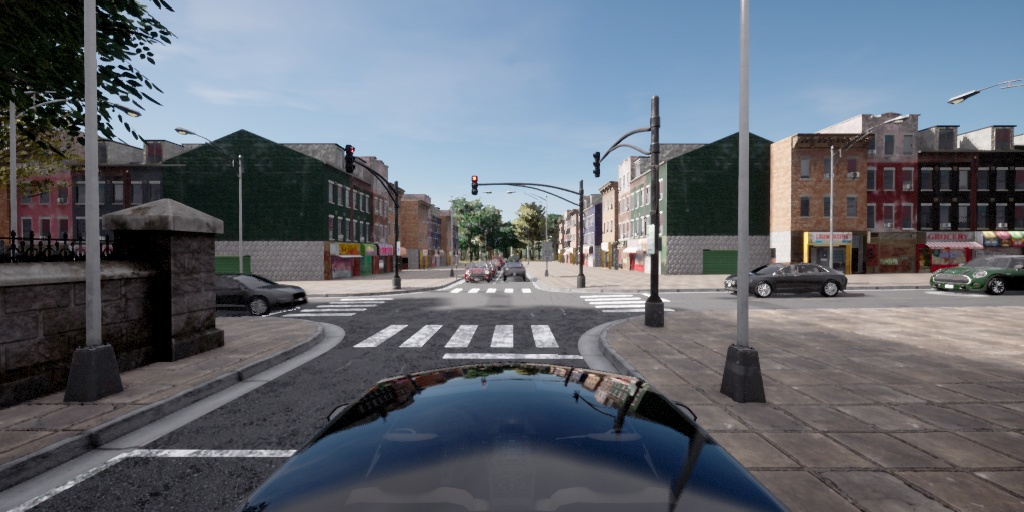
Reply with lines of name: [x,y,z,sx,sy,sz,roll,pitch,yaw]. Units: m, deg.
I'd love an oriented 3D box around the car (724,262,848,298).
car: [12.326,1.046,16.323,4.892,1.490,1.837,-1,1,0]

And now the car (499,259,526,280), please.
car: [0.213,1.253,31.044,2.128,1.511,4.902,0,0,0]

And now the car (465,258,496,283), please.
car: [-2.548,1.199,28.109,1.967,1.591,4.097,0,0,0]

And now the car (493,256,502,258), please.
car: [-2.817,1.259,60.919,1.801,1.575,5.366,0,0,0]

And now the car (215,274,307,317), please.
car: [-10.352,1.407,13.450,4.892,1.490,1.837,-1,1,0]

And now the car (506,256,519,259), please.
car: [0.313,1.027,62.324,2.150,2.045,5.566,0,0,0]

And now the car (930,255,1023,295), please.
car: [22.104,0.763,16.285,4.553,1.767,2.097,-1,1,0]

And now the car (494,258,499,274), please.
car: [-2.529,1.204,33.543,1.967,1.591,4.097,0,0,0]
